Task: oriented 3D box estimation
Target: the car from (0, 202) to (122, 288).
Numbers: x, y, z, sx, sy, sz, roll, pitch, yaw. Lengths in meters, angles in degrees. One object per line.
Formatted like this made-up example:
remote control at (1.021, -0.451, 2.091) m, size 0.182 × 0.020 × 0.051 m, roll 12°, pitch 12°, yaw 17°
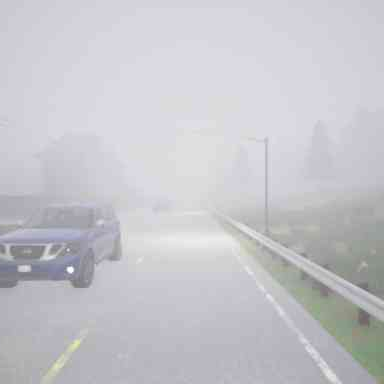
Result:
car at (-3.594, 1.339, 9.918) m, size 2.150 × 2.045 × 5.566 m, roll 0°, pitch -1°, yaw 0°

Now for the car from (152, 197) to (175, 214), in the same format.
car at (-3.840, 1.700, 43.435) m, size 2.150 × 2.045 × 5.566 m, roll 0°, pitch -1°, yaw 0°

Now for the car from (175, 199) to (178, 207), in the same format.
car at (-3.880, 2.057, 64.427) m, size 2.097 × 1.767 × 4.553 m, roll 0°, pitch -1°, yaw 0°
